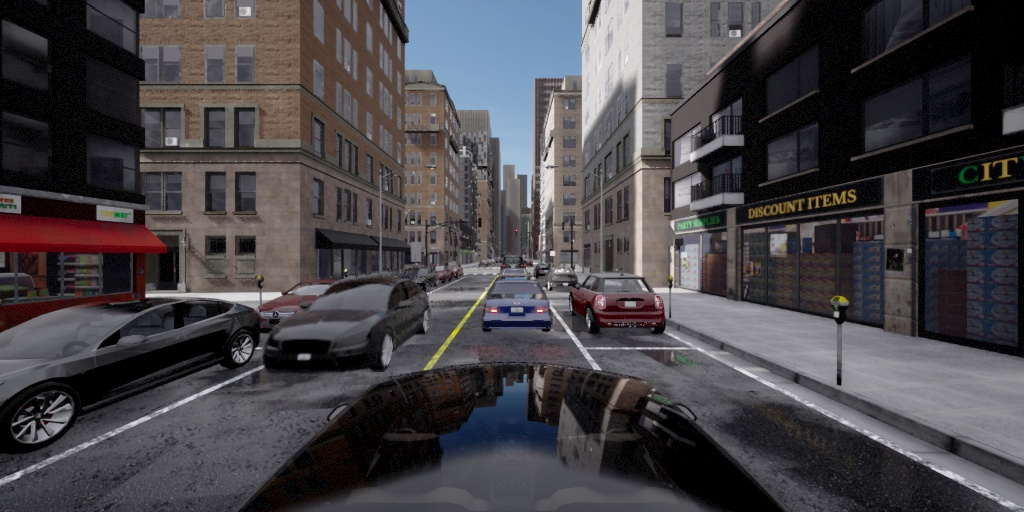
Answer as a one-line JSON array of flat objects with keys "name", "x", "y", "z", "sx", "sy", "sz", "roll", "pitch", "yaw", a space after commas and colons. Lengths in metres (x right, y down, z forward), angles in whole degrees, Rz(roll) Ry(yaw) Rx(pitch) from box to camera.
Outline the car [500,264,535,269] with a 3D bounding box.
[{"name": "car", "x": 0.142, "y": 1.352, "z": 21.349, "sx": 1.895, "sy": 1.301, "sz": 4.718, "roll": 0, "pitch": 0, "yaw": 0}]

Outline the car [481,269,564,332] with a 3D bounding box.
[{"name": "car", "x": 0.120, "y": 1.297, "z": 10.843, "sx": 2.033, "sy": 1.411, "sz": 5.357, "roll": 0, "pitch": 0, "yaw": 0}]

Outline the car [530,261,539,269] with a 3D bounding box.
[{"name": "car", "x": 2.926, "y": 1.319, "z": 32.633, "sx": 1.948, "sy": 1.339, "sz": 4.313, "roll": 0, "pitch": 0, "yaw": 0}]

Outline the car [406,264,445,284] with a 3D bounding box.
[{"name": "car", "x": -5.626, "y": 1.317, "z": 21.651, "sx": 1.948, "sy": 1.339, "sz": 4.313, "roll": 0, "pitch": 0, "yaw": 0}]

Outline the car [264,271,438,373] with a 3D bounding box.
[{"name": "car", "x": -3.090, "y": 1.254, "z": 7.767, "sx": 1.837, "sy": 1.490, "sz": 4.892, "roll": 0, "pitch": 0, "yaw": 0}]

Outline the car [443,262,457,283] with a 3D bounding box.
[{"name": "car", "x": -5.613, "y": 1.334, "z": 27.152, "sx": 1.802, "sy": 1.307, "sz": 4.207, "roll": 0, "pitch": 0, "yaw": 0}]

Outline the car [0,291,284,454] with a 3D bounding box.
[{"name": "car", "x": -5.665, "y": 1.315, "z": 5.147, "sx": 1.948, "sy": 1.339, "sz": 4.313, "roll": 0, "pitch": 0, "yaw": 0}]

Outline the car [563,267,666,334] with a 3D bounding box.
[{"name": "car", "x": 2.874, "y": 1.189, "z": 10.628, "sx": 1.967, "sy": 1.591, "sz": 4.097, "roll": 0, "pitch": 0, "yaw": 0}]

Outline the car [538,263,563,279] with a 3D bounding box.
[{"name": "car", "x": 2.899, "y": 1.301, "z": 21.631, "sx": 2.007, "sy": 1.370, "sz": 4.403, "roll": 0, "pitch": 0, "yaw": 0}]

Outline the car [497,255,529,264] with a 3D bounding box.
[{"name": "car", "x": 0.075, "y": 0.974, "z": 31.380, "sx": 2.150, "sy": 2.045, "sz": 5.566, "roll": 0, "pitch": 0, "yaw": -1}]

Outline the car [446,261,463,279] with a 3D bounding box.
[{"name": "car", "x": -5.600, "y": 1.193, "z": 32.654, "sx": 1.967, "sy": 1.591, "sz": 4.097, "roll": 0, "pitch": 0, "yaw": 0}]
